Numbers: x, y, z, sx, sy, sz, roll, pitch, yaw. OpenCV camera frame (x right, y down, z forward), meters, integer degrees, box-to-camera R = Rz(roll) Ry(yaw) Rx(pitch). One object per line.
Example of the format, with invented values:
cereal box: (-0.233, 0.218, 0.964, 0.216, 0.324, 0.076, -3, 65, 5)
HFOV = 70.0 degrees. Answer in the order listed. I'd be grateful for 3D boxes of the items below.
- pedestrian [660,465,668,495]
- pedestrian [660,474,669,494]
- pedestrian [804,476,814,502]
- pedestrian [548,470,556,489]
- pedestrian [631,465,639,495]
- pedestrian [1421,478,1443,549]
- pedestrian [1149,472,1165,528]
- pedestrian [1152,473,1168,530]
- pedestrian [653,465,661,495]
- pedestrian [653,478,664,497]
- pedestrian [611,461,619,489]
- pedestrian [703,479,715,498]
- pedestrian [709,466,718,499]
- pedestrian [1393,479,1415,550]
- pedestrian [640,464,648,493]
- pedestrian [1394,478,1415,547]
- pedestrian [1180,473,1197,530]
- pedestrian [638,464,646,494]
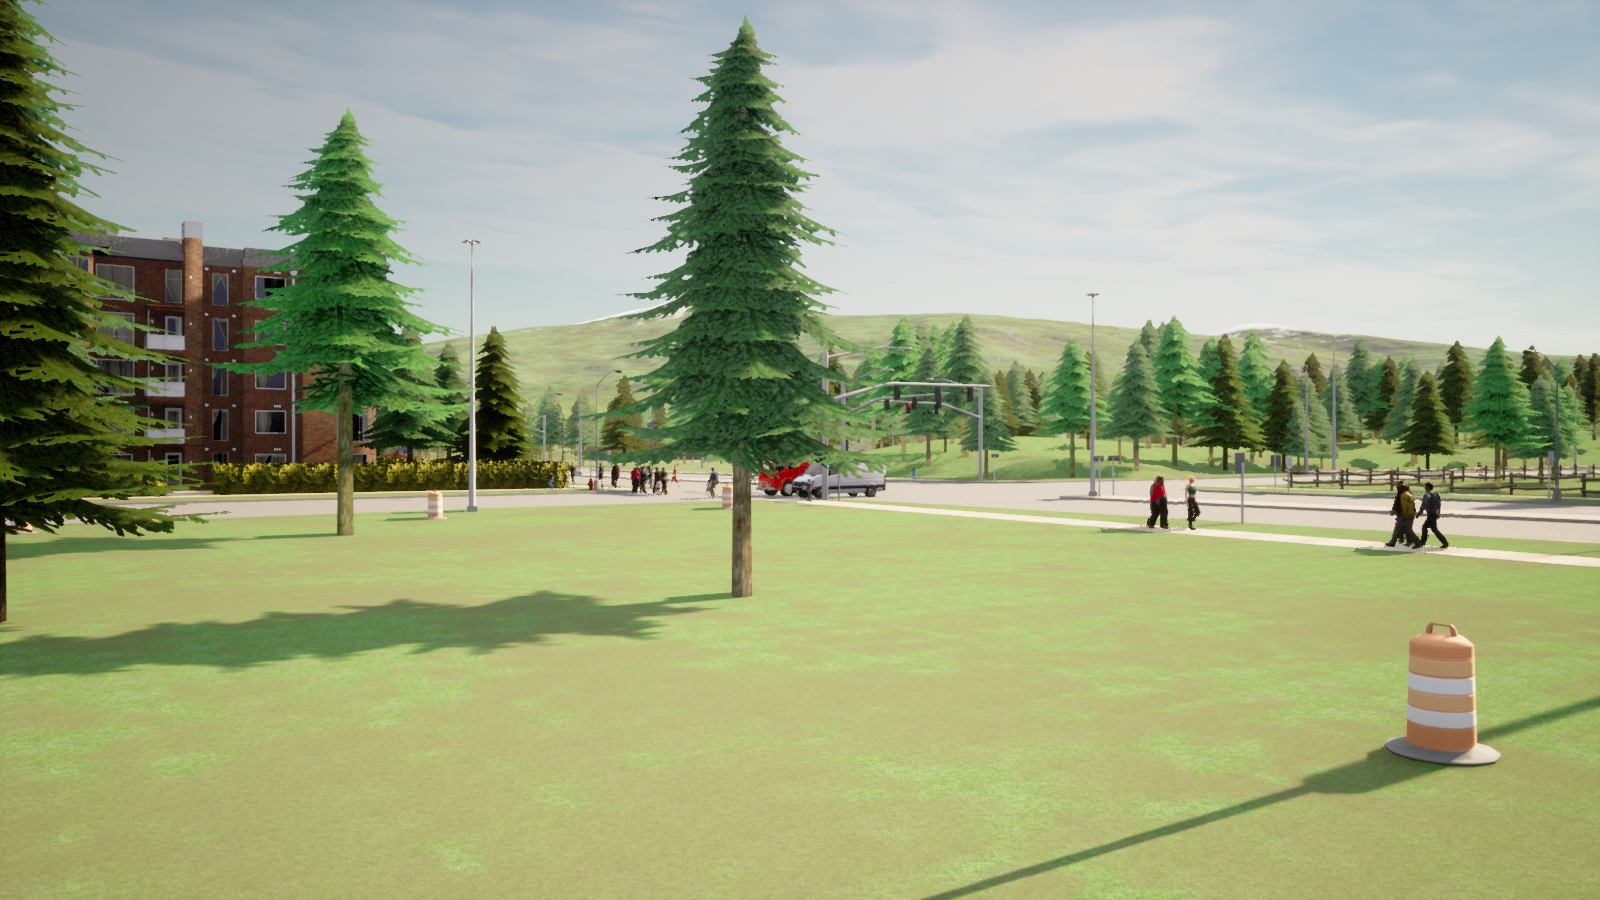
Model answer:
pedestrian: (-8.356, 1.848, 70.259, 0.375, 1.860, 0.375, 0, 0, -34)
pedestrian: (-8.490, 2.128, 71.592, 0.375, 1.300, 0.375, 0, 0, -35)
pedestrian: (0.451, 1.976, 57.480, 0.375, 1.300, 0.375, 0, 0, -31)
pedestrian: (-16.621, 1.976, 76.571, 0.375, 1.300, 0.375, 0, 0, -32)
pedestrian: (-10.470, 1.888, 72.463, 0.375, 1.860, 0.375, 0, 0, -25)
pedestrian: (16.860, 1.696, 30.468, 0.375, 1.860, 0.375, 0, 0, -30)
pedestrian: (12.093, 1.697, 38.684, 0.375, 1.860, 0.375, 0, 0, -31)
pedestrian: (11.905, 1.696, 37.783, 0.375, 1.860, 0.375, 0, 0, -29)
pedestrian: (-8.887, 1.848, 71.039, 0.375, 1.860, 0.375, 0, 0, -31)
pedestrian: (-8.601, 2.274, 69.574, 0.500, 1.100, 0.500, 0, 0, -31)
pedestrian: (-12.511, 1.696, 77.370, 0.375, 1.860, 0.375, 0, 0, -39)
pedestrian: (-5.275, 2.228, 66.101, 0.500, 1.100, 0.500, 0, 0, -39)
pedestrian: (-4.933, 1.848, 65.211, 0.375, 1.860, 0.375, 0, 0, -44)
pedestrian: (16.020, 1.696, 30.320, 0.375, 1.860, 0.375, 0, 0, -30)
pedestrian: (-10.204, 1.848, 74.736, 0.375, 1.860, 0.375, 0, 0, -30)
pedestrian: (16.492, 1.696, 31.181, 0.375, 1.860, 0.375, 0, 0, -30)
pedestrian: (12.774, 1.696, 37.532, 0.375, 1.860, 0.375, 0, 0, -31)
pedestrian: (-10.107, 1.848, 73.094, 0.375, 1.860, 0.375, 0, 0, -30)
